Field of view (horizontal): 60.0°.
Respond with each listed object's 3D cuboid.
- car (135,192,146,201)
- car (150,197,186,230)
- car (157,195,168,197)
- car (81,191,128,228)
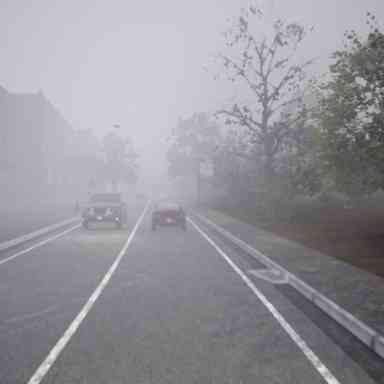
[{"bbox_3d":[-9.396,0.801,60.799,1.837,1.490,4.892,0,1,-5],"label":"car"},{"bbox_3d":[-1.427,1.290,19.714,1.882,1.535,5.008,0,1,-6],"label":"car"},{"bbox_3d":[-3.624,1.085,40.748,1.812,1.442,4.674,0,1,-6],"label":"car"},{"bbox_3d":[-5.223,1.001,20.588,2.150,2.045,5.566,0,1,-6],"label":"car"}]
